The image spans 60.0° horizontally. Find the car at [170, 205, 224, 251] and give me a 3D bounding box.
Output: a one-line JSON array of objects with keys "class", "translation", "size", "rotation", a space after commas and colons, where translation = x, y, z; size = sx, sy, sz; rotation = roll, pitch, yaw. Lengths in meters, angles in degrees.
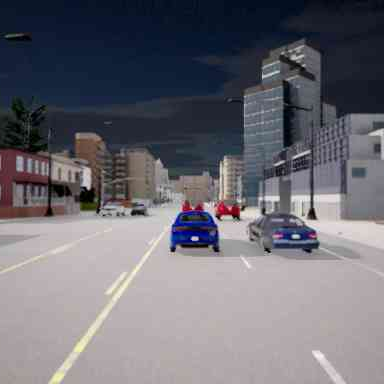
[{"class": "car", "translation": [0.100, 1.549, 14.358], "size": [1.882, 1.535, 5.008], "rotation": [0, -1, 0]}]

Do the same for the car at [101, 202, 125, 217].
[{"class": "car", "translation": [-10.582, 2.330, 45.046], "size": [2.150, 2.045, 5.566], "rotation": [0, -3, 0]}]

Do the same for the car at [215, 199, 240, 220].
[{"class": "car", "translation": [3.598, 1.808, 34.220], "size": [2.150, 2.045, 5.566], "rotation": [0, -2, 0]}]

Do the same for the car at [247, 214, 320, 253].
[{"class": "car", "translation": [3.600, 1.615, 14.035], "size": [2.033, 1.411, 5.357], "rotation": [0, -1, 0]}]

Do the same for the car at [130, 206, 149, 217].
[{"class": "car", "translation": [-7.081, 2.669, 45.351], "size": [2.033, 1.411, 5.357], "rotation": [0, -3, 0]}]

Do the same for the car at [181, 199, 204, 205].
[{"class": "car", "translation": [0.098, 1.807, 34.189], "size": [2.150, 2.045, 5.566], "rotation": [0, -2, 0]}]
